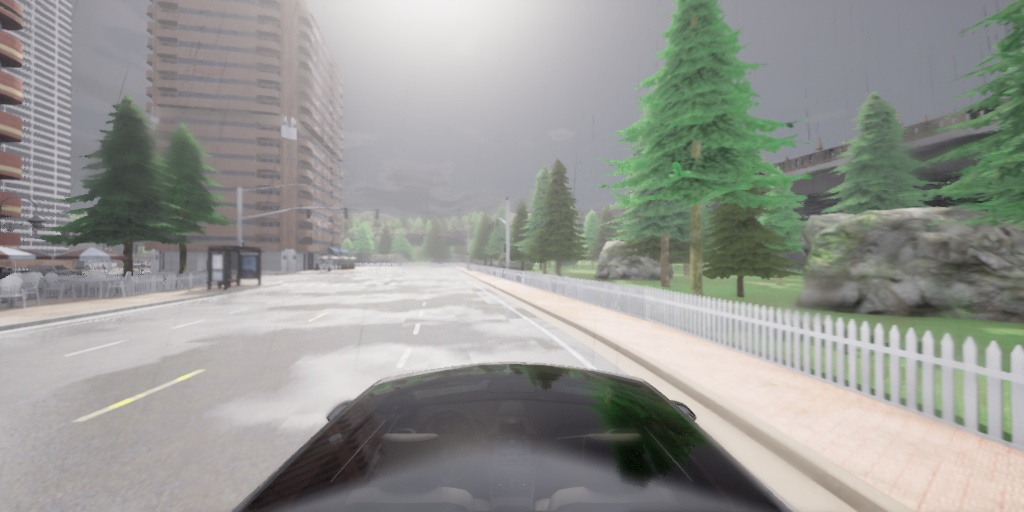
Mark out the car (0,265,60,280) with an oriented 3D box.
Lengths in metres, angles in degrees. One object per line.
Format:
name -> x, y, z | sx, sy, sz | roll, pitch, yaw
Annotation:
car -> -44.889, 1.793, 32.297 | 4.892, 1.490, 1.837 | 0, -1, -12

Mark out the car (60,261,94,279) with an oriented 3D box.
car -> -45.631, 1.667, 35.720 | 4.553, 1.767, 2.097 | 0, -1, -12
